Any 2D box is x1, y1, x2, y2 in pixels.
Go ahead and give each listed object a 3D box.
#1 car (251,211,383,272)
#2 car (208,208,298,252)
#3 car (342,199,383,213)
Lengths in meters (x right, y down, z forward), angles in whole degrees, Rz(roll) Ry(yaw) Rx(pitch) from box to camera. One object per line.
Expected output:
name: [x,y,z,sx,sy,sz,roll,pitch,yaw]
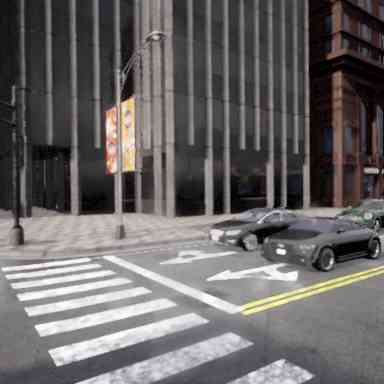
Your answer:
car: [4.173,1.502,10.622,4.181,1.385,1.994,0,0,-35]
car: [2.935,1.426,13.677,4.902,1.511,2.128,0,0,-32]
car: [10.134,1.224,18.865,4.553,1.767,2.097,0,0,-35]
